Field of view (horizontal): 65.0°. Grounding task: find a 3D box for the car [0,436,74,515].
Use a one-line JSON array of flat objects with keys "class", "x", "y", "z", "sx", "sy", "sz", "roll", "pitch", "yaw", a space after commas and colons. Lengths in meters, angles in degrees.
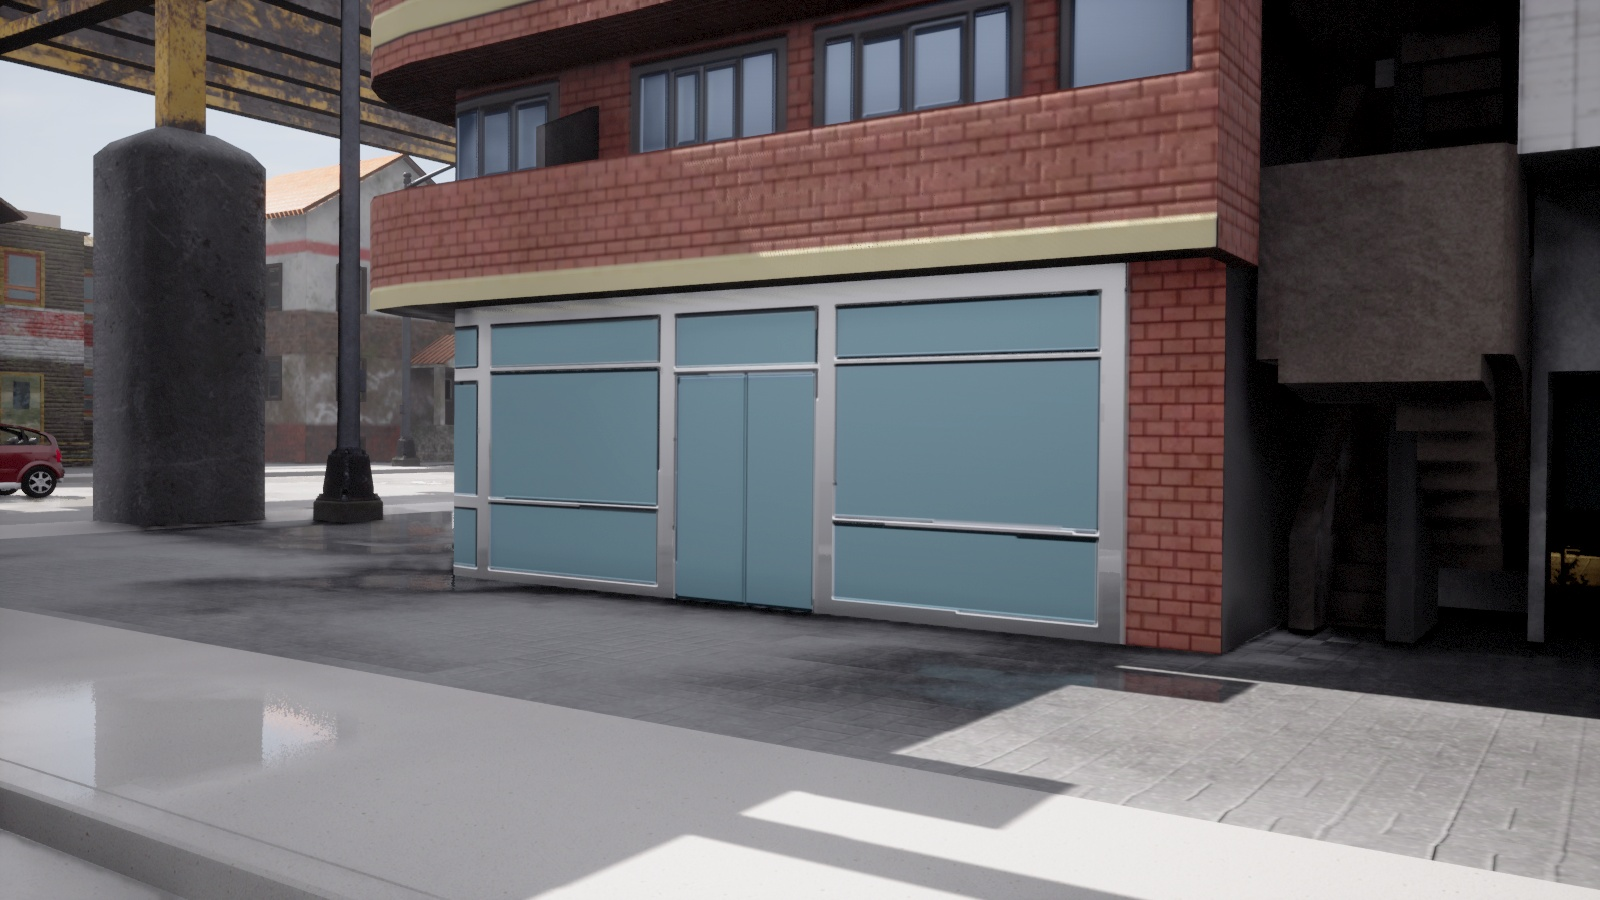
[{"class": "car", "x": -16.831, "y": 0.521, "z": 24.977, "sx": 1.789, "sy": 1.549, "sz": 3.705, "roll": 0, "pitch": 1, "yaw": 33}]
